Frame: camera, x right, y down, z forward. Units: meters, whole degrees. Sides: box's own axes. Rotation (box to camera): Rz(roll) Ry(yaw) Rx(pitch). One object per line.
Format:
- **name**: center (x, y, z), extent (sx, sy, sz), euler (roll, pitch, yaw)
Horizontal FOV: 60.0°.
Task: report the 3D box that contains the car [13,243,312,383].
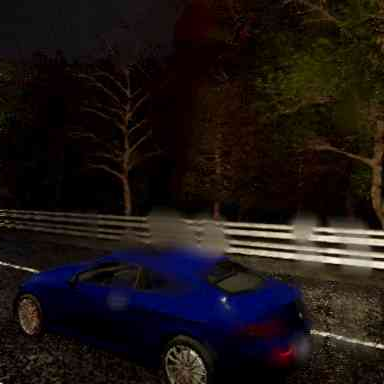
- **car**: center (-0.685, 1.522, 4.969), extent (4.674, 1.442, 1.812), euler (0, 0, 32)
